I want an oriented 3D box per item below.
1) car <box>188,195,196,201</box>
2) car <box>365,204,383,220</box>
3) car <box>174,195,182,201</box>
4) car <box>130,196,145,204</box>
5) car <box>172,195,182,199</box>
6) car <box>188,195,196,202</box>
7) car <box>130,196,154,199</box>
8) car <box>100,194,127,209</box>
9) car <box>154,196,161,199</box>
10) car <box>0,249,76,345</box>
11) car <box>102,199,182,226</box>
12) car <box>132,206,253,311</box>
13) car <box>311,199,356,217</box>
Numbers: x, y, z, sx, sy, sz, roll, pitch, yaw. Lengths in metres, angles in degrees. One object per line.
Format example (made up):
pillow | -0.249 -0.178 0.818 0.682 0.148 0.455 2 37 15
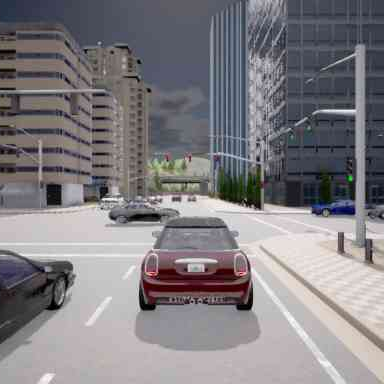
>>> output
car | -0.022 1.493 84.311 1.812 1.442 4.674 0 0 0
car | 16.273 1.436 26.324 4.902 1.511 2.128 0 0 0
car | -3.522 1.509 84.311 2.033 1.411 5.357 0 0 0
car | -10.556 1.491 64.582 2.128 1.511 4.902 0 0 1
car | -3.520 1.470 74.700 1.882 1.535 5.008 0 0 0
car | -0.020 1.547 75.818 1.994 1.385 4.181 0 0 0
car | -7.111 1.547 47.951 2.033 1.411 5.357 0 0 0
car | -10.611 1.222 44.436 2.150 2.045 5.566 0 0 0
car | -7.096 1.491 57.464 2.128 1.511 4.902 0 0 0
car | -3.435 1.547 4.747 2.033 1.411 5.357 0 0 0
car | -3.225 1.458 22.728 4.902 1.511 2.128 0 0 0
car | 0.081 1.352 7.946 2.097 1.767 4.553 0 0 0
car | 13.286 1.422 29.846 5.008 1.535 1.882 0 0 1
